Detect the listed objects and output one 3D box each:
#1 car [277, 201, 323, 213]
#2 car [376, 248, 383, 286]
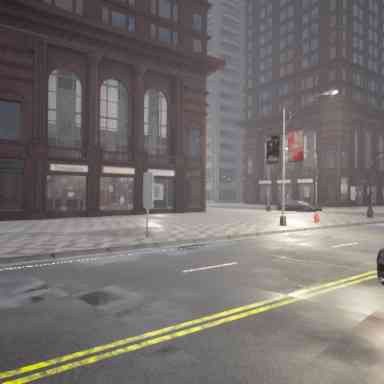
[{"bbox_3d":[12.410,1.732,38.748,2.033,1.411,5.357,1,-1,-35],"label":"car"},{"bbox_3d":[6.261,1.515,7.904,4.892,1.490,1.837,0,0,-35],"label":"car"}]
